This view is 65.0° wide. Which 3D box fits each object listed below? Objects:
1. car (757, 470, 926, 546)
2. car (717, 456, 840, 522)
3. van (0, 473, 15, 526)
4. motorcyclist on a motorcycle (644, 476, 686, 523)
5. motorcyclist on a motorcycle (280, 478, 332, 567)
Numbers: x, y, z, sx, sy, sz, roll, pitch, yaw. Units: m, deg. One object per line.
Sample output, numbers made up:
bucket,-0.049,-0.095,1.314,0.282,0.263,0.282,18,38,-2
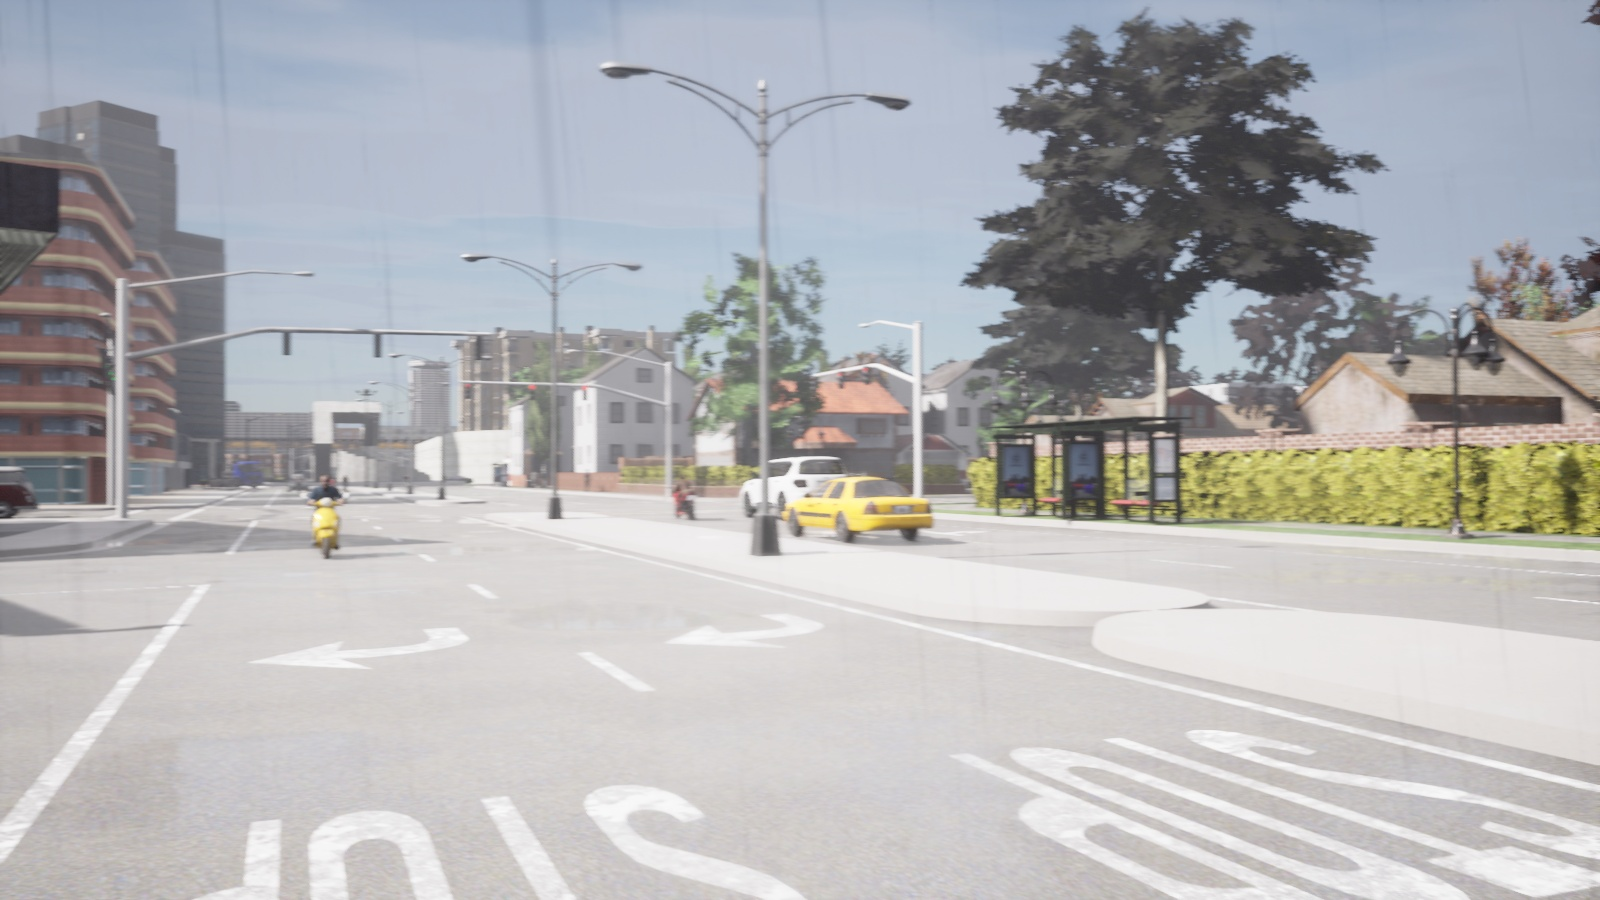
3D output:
car,0.821,1.273,29.204,1.801,1.575,5.366,-1,-1,-23
car,-0.813,1.306,42.043,2.150,2.045,5.566,0,-2,-23
van,-32.205,1.888,47.110,4.442,1.987,1.775,0,-1,-24
motorcyclist on a motorcycle,-4.498,1.623,41.775,0.797,1.523,2.044,0,-1,-23
motorcyclist on a motorcycle,-9.349,1.337,23.729,0.866,1.590,1.817,0,-1,-23
